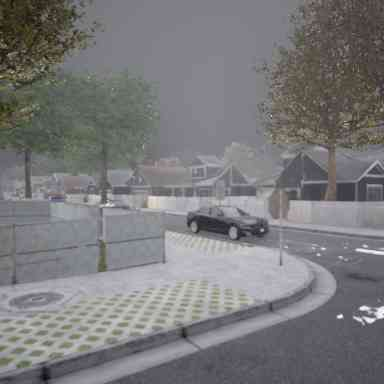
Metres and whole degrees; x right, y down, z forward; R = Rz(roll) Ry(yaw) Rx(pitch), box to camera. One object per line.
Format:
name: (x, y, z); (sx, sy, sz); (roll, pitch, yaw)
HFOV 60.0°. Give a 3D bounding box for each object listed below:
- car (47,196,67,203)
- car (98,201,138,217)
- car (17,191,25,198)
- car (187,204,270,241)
car: (-18.404, 1.257, 45.181); (1.882, 1.535, 5.008); (0, 0, -35)
car: (-6.166, 1.424, 27.871); (2.033, 1.411, 5.357); (0, 0, -35)
car: (-40.492, 1.126, 80.912); (2.128, 1.511, 4.902); (0, 0, -35)
car: (1.685, 1.424, 16.867); (1.882, 1.535, 5.008); (0, 0, -35)
